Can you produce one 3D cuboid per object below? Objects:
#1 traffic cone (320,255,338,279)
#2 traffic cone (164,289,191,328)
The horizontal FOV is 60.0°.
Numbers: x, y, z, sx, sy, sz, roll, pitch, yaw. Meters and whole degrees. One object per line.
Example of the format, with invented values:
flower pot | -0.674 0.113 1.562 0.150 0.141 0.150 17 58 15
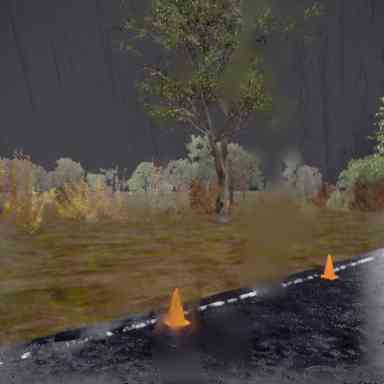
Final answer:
traffic cone | 3.597 1.935 8.701 0.340 0.580 0.340 0 0 -39
traffic cone | -0.253 1.948 5.681 0.340 0.580 0.340 0 0 -37
